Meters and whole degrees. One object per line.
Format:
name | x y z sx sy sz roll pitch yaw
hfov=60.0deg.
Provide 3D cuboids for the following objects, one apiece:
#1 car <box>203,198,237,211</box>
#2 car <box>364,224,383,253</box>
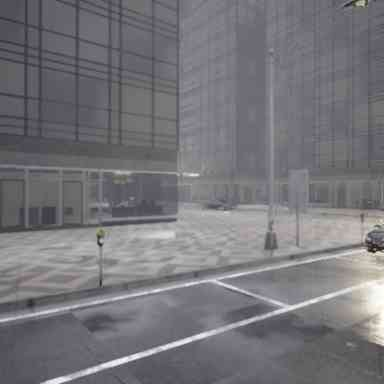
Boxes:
car | 3.218 1.525 39.365 1.837 1.490 4.892 0 0 -36
car | 8.192 1.581 12.492 4.403 1.369 2.008 0 0 -36
